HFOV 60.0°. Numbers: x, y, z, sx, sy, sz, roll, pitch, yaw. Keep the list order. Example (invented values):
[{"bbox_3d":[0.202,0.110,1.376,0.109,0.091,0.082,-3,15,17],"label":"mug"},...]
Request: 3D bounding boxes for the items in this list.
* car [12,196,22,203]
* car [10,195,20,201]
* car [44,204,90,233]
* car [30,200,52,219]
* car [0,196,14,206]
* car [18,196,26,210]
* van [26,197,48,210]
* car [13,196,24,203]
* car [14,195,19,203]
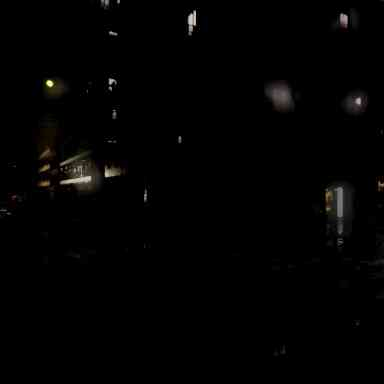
[{"bbox_3d":[-38.242,1.541,72.636,1.887,1.381,4.507,1,0,-30],"label":"car"},{"bbox_3d":[-43.855,1.534,82.217,2.008,1.369,4.403,1,0,-30],"label":"car"},{"bbox_3d":[-7.375,1.608,19.939,1.947,1.339,4.313,1,0,-30],"label":"car"},{"bbox_3d":[-12.987,1.618,29.520,1.802,1.307,4.206,1,0,-30],"label":"car"},{"bbox_3d":[-29.707,1.467,52.987,1.882,1.535,5.008,1,0,-30],"label":"car"},{"bbox_3d":[-21.404,1.466,43.892,1.967,1.590,4.097,1,0,-30],"label":"car"},{"bbox_3d":[-15.790,1.374,34.312,1.690,1.788,3.998,1,0,-30],"label":"van"},{"bbox_3d":[-35.436,1.547,67.845,1.887,1.381,4.507,1,0,-30],"label":"car"},{"bbox_3d":[-27.018,1.568,53.474,2.008,1.369,4.403,1,0,-30],"label":"car"}]
